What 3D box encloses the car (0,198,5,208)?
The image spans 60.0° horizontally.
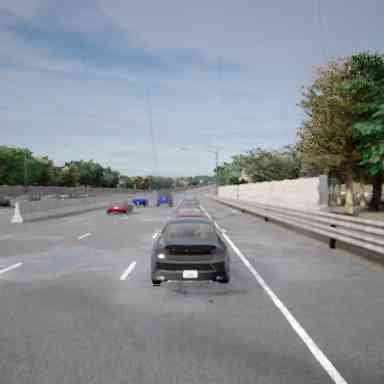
[{"bbox_3d":[-24.900,1.382,42.474,1.994,1.385,4.181,3,-1,0],"label":"car"}]

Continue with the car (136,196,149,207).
[{"bbox_3d":[-7.367,1.306,47.677,1.882,1.535,5.008,0,0,-1],"label":"car"}]

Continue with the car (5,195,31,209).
[{"bbox_3d":[-21.430,1.196,42.807,2.097,1.767,4.553,0,0,0],"label":"car"}]

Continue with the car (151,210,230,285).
[{"bbox_3d":[-0.048,1.470,9.392,1.837,1.490,4.892,0,0,0],"label":"car"}]

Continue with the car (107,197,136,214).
[{"bbox_3d":[-7.203,1.443,33.574,1.994,1.385,4.181,0,0,-1],"label":"car"}]

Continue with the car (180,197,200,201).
[{"bbox_3d":[-0.232,1.405,27.575,1.837,1.490,4.892,0,0,-1],"label":"car"}]

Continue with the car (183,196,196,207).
[{"bbox_3d":[-0.387,1.348,49.293,1.812,1.442,4.674,0,0,-1],"label":"car"}]

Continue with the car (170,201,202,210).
[{"bbox_3d":[-0.144,1.458,18.527,1.812,1.442,4.674,0,0,-1],"label":"car"}]

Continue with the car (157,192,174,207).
[{"bbox_3d":[-3.876,1.048,48.274,2.150,2.045,5.566,0,0,-1],"label":"car"}]

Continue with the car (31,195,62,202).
[{"bbox_3d":[-17.929,1.199,42.145,2.097,1.767,4.553,0,0,0],"label":"car"}]
